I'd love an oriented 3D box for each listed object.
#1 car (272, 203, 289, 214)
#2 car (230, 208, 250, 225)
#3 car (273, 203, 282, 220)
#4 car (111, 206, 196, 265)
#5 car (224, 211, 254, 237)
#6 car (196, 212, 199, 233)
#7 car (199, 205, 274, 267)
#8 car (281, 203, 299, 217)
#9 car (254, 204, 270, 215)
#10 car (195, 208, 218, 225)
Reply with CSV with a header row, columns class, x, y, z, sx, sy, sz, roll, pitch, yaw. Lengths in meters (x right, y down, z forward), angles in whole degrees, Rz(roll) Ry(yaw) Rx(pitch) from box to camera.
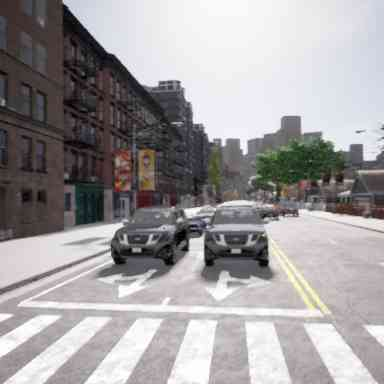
class,x,y,z,sx,sy,sz,roll,pitch,yaw
car,14.736,2.680,55.619,2.097,1.767,4.553,-1,-2,8
car,4.723,2.383,32.900,1.812,1.442,4.674,-1,-2,9
car,9.165,2.448,39.461,1.882,1.535,5.008,-1,-2,8
car,-1.419,1.637,13.705,2.150,2.045,5.566,-1,-2,8
car,3.247,2.110,23.016,1.837,1.490,4.892,-1,-2,8
car,0.018,2.265,23.372,1.895,1.301,4.718,-1,-2,8
car,1.788,1.574,13.176,2.150,2.045,5.566,-1,-2,8
car,13.355,2.432,45.761,2.097,1.767,4.553,-1,-2,9
car,11.335,2.832,54.175,2.128,1.511,4.902,-1,-2,8
car,1.570,2.407,33.789,1.882,1.535,5.008,-1,-2,8
